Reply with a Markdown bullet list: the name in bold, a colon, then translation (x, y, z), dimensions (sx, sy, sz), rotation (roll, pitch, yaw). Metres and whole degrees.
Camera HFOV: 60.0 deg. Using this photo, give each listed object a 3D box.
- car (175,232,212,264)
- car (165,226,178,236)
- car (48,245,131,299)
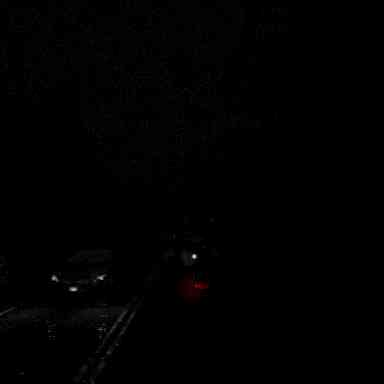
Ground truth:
- **car**: translation (0.121, 3.226, 19.376), dimensions (1.837, 1.490, 4.892), rotation (0, -4, 0)
- **car**: translation (-3.180, 6.137, 52.752), dimensions (2.033, 1.411, 5.357), rotation (0, -5, 1)
- **car**: translation (-3.341, 2.646, 11.716), dimensions (1.812, 1.442, 4.674), rotation (0, -4, 0)
